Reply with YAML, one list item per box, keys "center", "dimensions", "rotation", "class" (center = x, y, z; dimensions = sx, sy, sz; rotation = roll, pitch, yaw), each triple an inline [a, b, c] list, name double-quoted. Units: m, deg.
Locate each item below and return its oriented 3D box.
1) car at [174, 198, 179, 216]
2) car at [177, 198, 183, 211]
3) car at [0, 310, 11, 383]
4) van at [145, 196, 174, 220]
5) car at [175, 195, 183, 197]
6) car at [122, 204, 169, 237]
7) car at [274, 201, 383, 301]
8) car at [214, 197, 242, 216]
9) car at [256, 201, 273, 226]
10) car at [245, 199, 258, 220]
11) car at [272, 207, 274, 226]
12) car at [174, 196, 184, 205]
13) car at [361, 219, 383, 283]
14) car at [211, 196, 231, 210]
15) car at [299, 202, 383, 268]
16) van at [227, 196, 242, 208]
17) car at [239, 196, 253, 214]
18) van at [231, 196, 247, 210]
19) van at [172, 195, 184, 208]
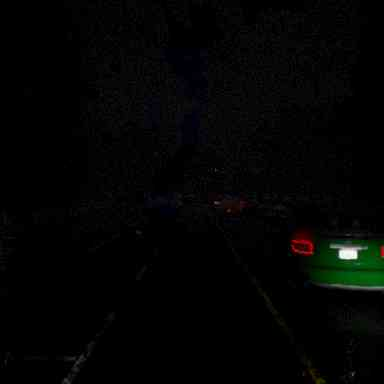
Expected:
- center: [-2.395, 1.538, 28.786]
  dimensions: [1.752, 1.417, 4.829]
  rotation: [0, 0, 1]
  class: "car"
- center: [-2.320, 1.587, 34.392]
  dimensions: [1.947, 1.339, 4.313]
  rotation: [0, 0, 1]
  class: "car"
- center: [-2.761, 1.530, 1.770]
  dimensions: [2.008, 1.369, 4.403]
  rotation: [0, 0, 1]
  class: "car"
- center: [-2.465, 1.346, 23.519]
  dimensions: [1.690, 1.788, 3.998]
  rotation: [0, 0, 1]
  class: "van"
- center: [-2.172, 1.478, 45.267]
  dimensions: [1.967, 1.590, 4.097]
  rotation: [0, 0, 1]
  class: "car"
- center: [-2.540, 1.564, 18.081]
  dimensions: [1.947, 1.339, 4.313]
  rotation: [0, 0, 1]
  class: "car"
- center: [3.439, 1.260, 8.767]
  dimensions: [2.150, 2.045, 5.566]
  rotation: [1, 0, 12]
  class: "car"
- center: [3.461, 1.545, 32.957]
  dimensions: [1.882, 1.535, 5.008]
  rotation: [0, 0, 1]
  class: "car"
- center: [6.060, 1.602, 23.573]
  dimensions: [1.752, 1.417, 4.829]
  rotation: [0, 0, 1]
  class: "car"
- center: [6.131, 1.629, 28.840]
  dimensions: [1.887, 1.381, 4.507]
  rotation: [0, 0, 1]
  class: "car"
- center: [5.984, 1.620, 17.966]
  dimensions: [2.008, 1.369, 4.403]
  rotation: [0, 0, 1]
  class: "car"
- center: [-2.248, 1.554, 39.660]
  dimensions: [1.752, 1.417, 4.829]
  rotation: [0, 0, 1]
  class: "car"
- center: [5.840, 1.581, 7.262]
  dimensions: [1.752, 1.417, 4.829]
  rotation: [0, 0, 1]
  class: "car"
- center: [3.599, 1.578, 45.090]
  dimensions: [2.128, 1.511, 4.902]
  rotation: [0, 0, 1]
  class: "car"
- center: [5.912, 1.377, 12.529]
  dimensions: [2.192, 1.841, 5.009]
  rotation: [0, 0, 1]
  class: "car"
- center: [6.426, 1.459, 50.589]
  dimensions: [1.690, 1.788, 3.998]
  rotation: [0, 0, 1]
  class: "van"
- center: [6.205, 1.532, 34.277]
  dimensions: [1.967, 1.590, 4.097]
  rotation: [0, 0, 1]
  class: "car"
- center: [6.353, 1.450, 45.152]
  dimensions: [1.690, 1.788, 3.998]
  rotation: [0, 0, 1]
  class: "van"
- center: [-2.098, 1.388, 50.704]
  dimensions: [1.690, 1.788, 3.998]
  rotation: [0, 0, 1]
  class: "van"
